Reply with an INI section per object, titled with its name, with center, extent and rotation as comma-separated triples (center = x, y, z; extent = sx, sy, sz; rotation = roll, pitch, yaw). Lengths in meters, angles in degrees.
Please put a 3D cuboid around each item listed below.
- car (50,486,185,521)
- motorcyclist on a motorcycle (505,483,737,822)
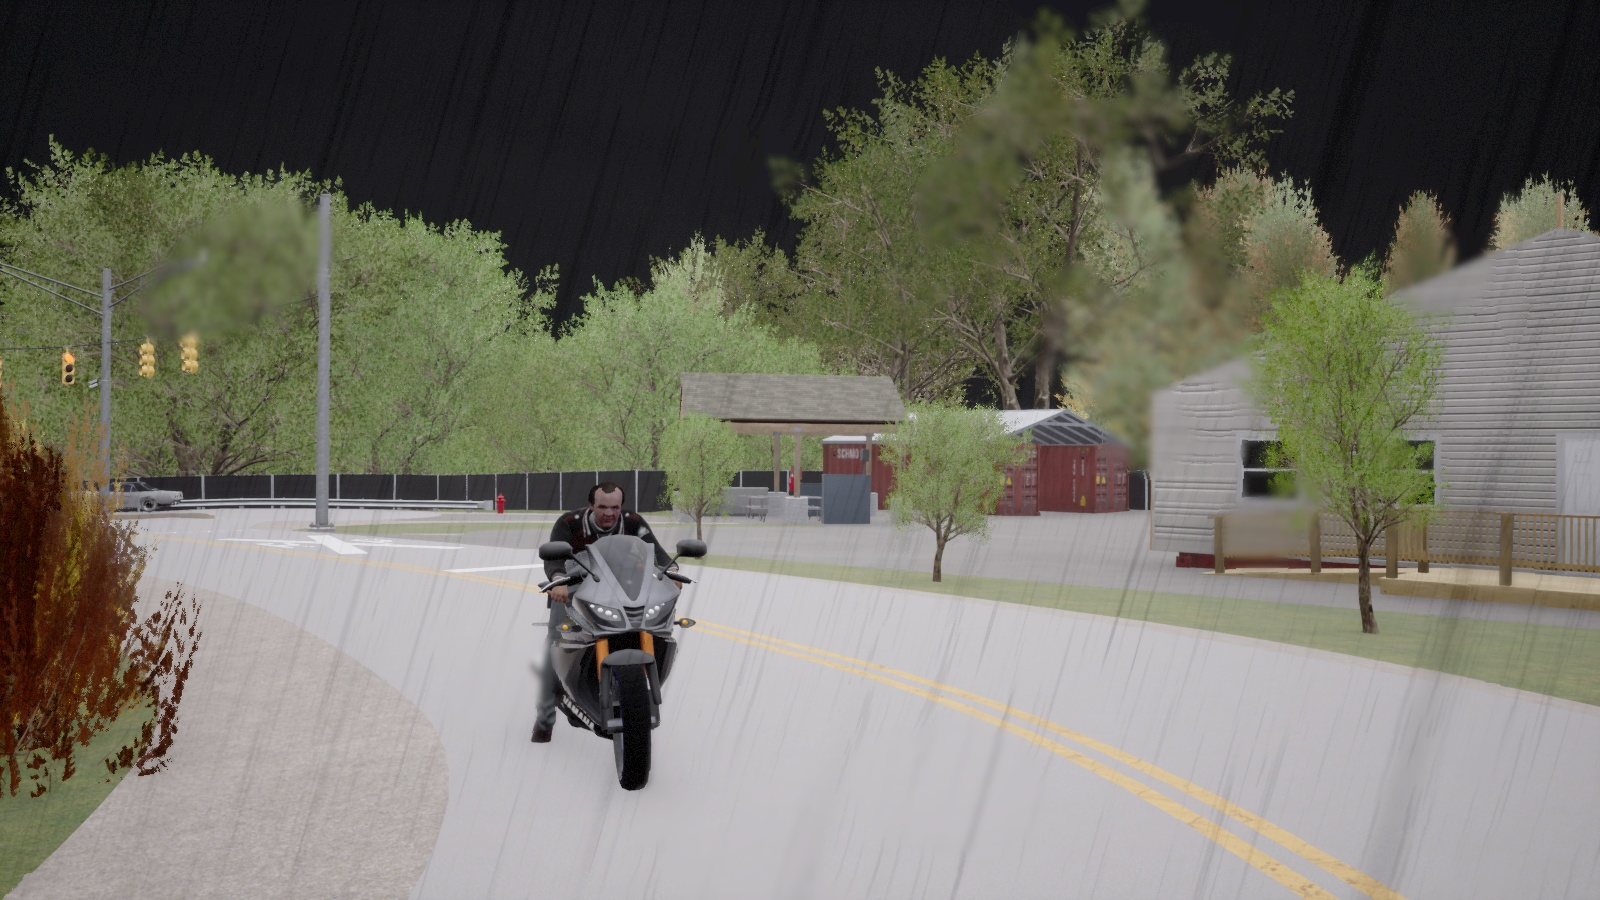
[car]
center = -28.877, 2.247, 53.311
extent = 4.718, 1.301, 1.895
rotation = -1, -1, -16
[motorcyclist on a motorcycle]
center = -1.077, 0.965, 6.969
extent = 0.866, 1.530, 2.191
rotation = 0, -1, -19
